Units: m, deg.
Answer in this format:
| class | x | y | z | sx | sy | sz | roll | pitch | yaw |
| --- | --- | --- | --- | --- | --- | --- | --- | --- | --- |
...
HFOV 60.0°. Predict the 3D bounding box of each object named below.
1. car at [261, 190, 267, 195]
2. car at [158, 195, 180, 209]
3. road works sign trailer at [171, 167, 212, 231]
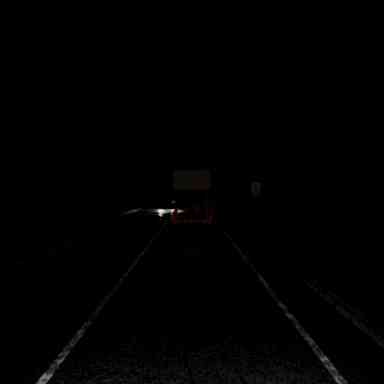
| class | x | y | z | sx | sy | sz | roll | pitch | yaw |
| --- | --- | --- | --- | --- | --- | --- | --- | --- | --- |
| car | 16.045 | 0.265 | 76.298 | 4.892 | 1.490 | 1.837 | -2 | 1 | -32 |
| car | -2.780 | 1.098 | 40.528 | 2.097 | 1.767 | 4.553 | 0 | 0 | 6 |
| road works sign trailer | -0.007 | 0.338 | 19.785 | 2.380 | 3.560 | 2.880 | 0 | 0 | 0 |
